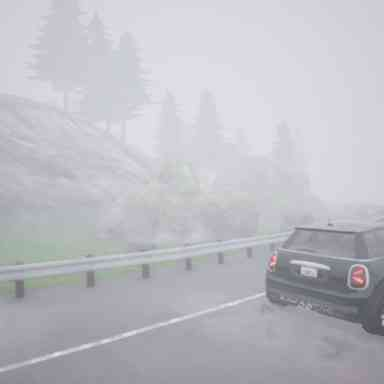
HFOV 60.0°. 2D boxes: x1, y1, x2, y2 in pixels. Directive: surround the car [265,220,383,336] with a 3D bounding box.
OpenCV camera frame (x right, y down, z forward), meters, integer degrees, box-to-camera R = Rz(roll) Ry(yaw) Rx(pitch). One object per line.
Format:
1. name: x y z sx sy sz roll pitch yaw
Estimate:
1. car: 3.600 1.372 7.017 4.553 1.767 2.097 0 0 -40
